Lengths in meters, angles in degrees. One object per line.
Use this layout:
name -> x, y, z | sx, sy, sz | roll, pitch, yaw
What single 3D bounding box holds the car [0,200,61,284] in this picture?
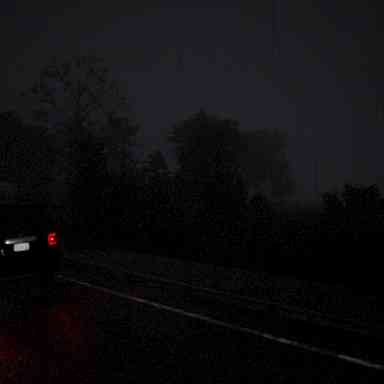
car -> -5.533, 1.215, 8.481 | 5.566, 2.045, 2.150 | 0, 0, 40
